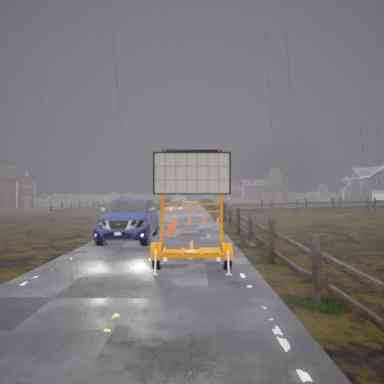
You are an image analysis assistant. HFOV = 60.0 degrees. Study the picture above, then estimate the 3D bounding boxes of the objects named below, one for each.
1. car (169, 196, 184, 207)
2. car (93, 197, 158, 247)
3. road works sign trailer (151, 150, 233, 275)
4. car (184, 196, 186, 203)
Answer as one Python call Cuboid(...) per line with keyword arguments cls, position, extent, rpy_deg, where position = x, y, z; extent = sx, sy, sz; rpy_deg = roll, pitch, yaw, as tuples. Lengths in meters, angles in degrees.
Cuboid(cls="car", position=(-2.842, 1.790, 57.814), extent=(1.882, 1.535, 5.008), rpy_deg=(0, -1, 0))
Cuboid(cls="car", position=(-2.855, 1.255, 15.533), extent=(2.150, 2.045, 5.566), rpy_deg=(0, 0, 0))
Cuboid(cls="road works sign trailer", position=(-0.002, 0.481, 10.435), extent=(2.380, 3.560, 2.880), rpy_deg=(0, 0, 0))
Cuboid(cls="car", position=(-2.765, 2.014, 90.413), extent=(2.150, 2.045, 5.566), rpy_deg=(0, -1, 0))
